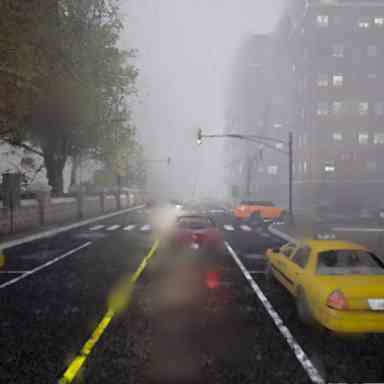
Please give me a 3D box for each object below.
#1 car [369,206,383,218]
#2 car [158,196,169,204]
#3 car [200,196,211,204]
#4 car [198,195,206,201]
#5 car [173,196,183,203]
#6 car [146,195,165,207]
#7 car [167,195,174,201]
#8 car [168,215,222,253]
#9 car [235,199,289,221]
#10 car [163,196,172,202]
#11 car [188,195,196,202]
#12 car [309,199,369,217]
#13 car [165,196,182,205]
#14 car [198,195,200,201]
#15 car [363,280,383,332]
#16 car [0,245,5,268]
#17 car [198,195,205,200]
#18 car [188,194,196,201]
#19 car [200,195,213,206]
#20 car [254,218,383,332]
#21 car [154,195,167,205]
[{"bbox_3d":[20.294,1.912,33.772,4.507,1.381,1.887,1,-1,0],"label":"car"},{"bbox_3d":[-5.716,1.546,66.927,1.887,1.381,4.507,0,0,0],"label":"car"},{"bbox_3d":[2.664,1.552,66.931,2.008,1.369,4.403,0,0,0],"label":"car"},{"bbox_3d":[2.657,1.559,89.071,1.887,1.381,4.507,0,0,0],"label":"car"},{"bbox_3d":[-3.025,1.542,72.738,2.033,1.411,5.357,0,0,0],"label":"car"},{"bbox_3d":[-5.711,1.309,50.321,2.192,1.841,5.009,0,0,0],"label":"car"},{"bbox_3d":[-5.723,1.597,89.068,1.802,1.307,4.206,0,0,0],"label":"car"},{"bbox_3d":[0.095,1.596,13.697,1.895,1.301,4.718,0,0,0],"label":"car"},{"bbox_3d":[5.791,1.424,27.097,4.553,1.767,2.097,2,1,-30],"label":"car"},{"bbox_3d":[-5.720,1.590,77.997,1.802,1.307,4.206,0,0,0],"label":"car"},{"bbox_3d":[-0.025,1.595,76.086,1.895,1.301,4.718,0,0,0],"label":"car"},{"bbox_3d":[14.603,1.580,33.755,5.009,1.841,2.192,1,-1,0],"label":"car"},{"bbox_3d":[-3.074,1.597,56.637,1.895,1.301,4.718,0,0,1],"label":"car"},{"bbox_3d":[2.666,1.543,61.395,1.887,1.381,4.507,0,0,0],"label":"car"},{"bbox_3d":[2.688,1.565,1.128,1.947,1.339,4.313,0,0,0],"label":"car"},{"bbox_3d":[-5.695,1.523,6.585,1.752,1.417,4.829,0,0,0],"label":"car"},{"bbox_3d":[2.655,1.564,94.606,1.887,1.381,4.507,0,0,0],"label":"car"},{"bbox_3d":[-0.029,1.402,86.061,1.882,1.535,5.008,0,0,0],"label":"car"},{"bbox_3d":[2.668,1.521,56.030,1.752,1.417,4.829,0,0,0],"label":"car"},{"bbox_3d":[2.686,1.523,6.929,1.752,1.417,4.829,0,0,0],"label":"car"},{"bbox_3d":[-5.715,1.439,61.392,1.967,1.590,4.097,0,0,0],"label":"car"}]
